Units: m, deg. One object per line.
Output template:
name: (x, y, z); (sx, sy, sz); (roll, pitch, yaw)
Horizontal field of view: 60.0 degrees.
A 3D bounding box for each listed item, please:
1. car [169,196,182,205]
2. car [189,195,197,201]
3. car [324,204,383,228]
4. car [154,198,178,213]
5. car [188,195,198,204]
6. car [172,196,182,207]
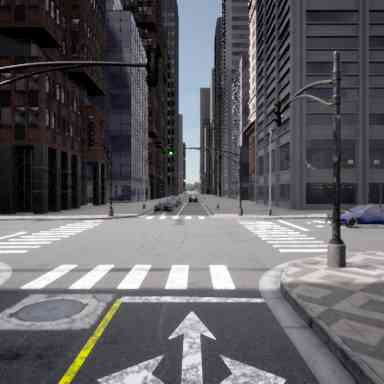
car: (-2.853, 1.503, 58.911); (2.128, 1.511, 4.902); (0, 0, 1)
car: (0.316, 1.360, 77.055); (1.837, 1.490, 4.892); (0, 0, 0)
car: (11.194, 1.462, 20.674); (5.357, 1.411, 2.033); (0, 0, 0)
car: (-2.983, 1.604, 36.414); (1.895, 1.301, 4.718); (0, 0, 3)
car: (0.263, 1.495, 66.629); (1.882, 1.535, 5.008); (0, 0, 0)
car: (-2.929, 1.570, 46.805); (1.994, 1.385, 4.181); (0, 0, 1)
